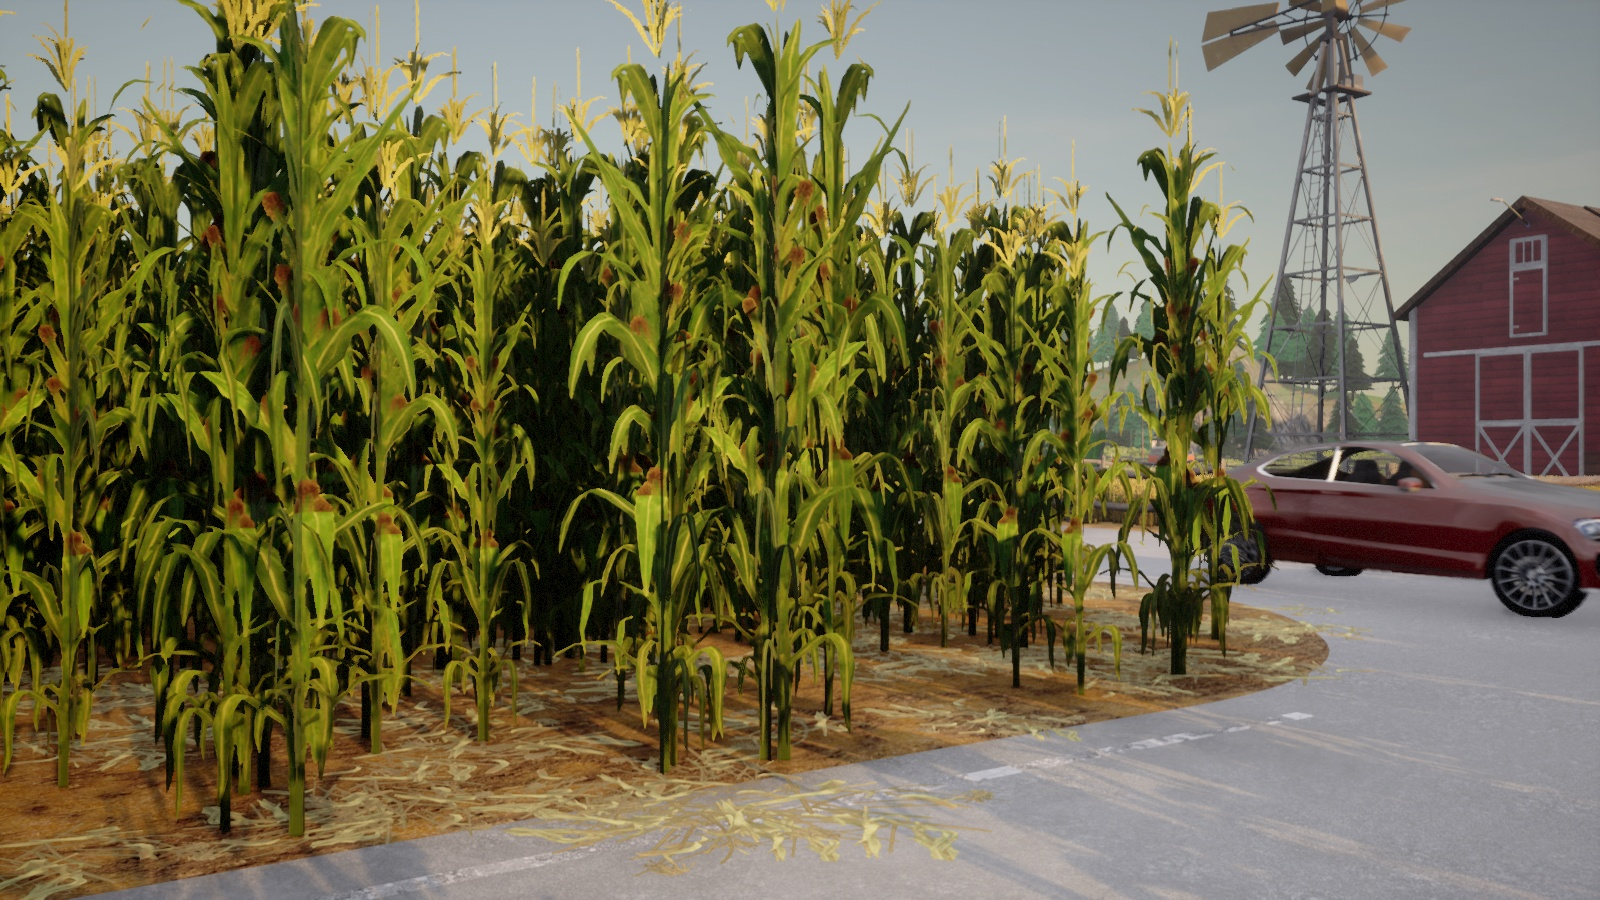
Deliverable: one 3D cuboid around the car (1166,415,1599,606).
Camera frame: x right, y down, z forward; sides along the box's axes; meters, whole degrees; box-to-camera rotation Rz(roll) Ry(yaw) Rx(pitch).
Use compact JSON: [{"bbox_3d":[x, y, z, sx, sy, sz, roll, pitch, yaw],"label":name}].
[{"bbox_3d":[6.602,0.531,13.384,2.152,1.651,5.027,0,0,-32],"label":"car"}]
